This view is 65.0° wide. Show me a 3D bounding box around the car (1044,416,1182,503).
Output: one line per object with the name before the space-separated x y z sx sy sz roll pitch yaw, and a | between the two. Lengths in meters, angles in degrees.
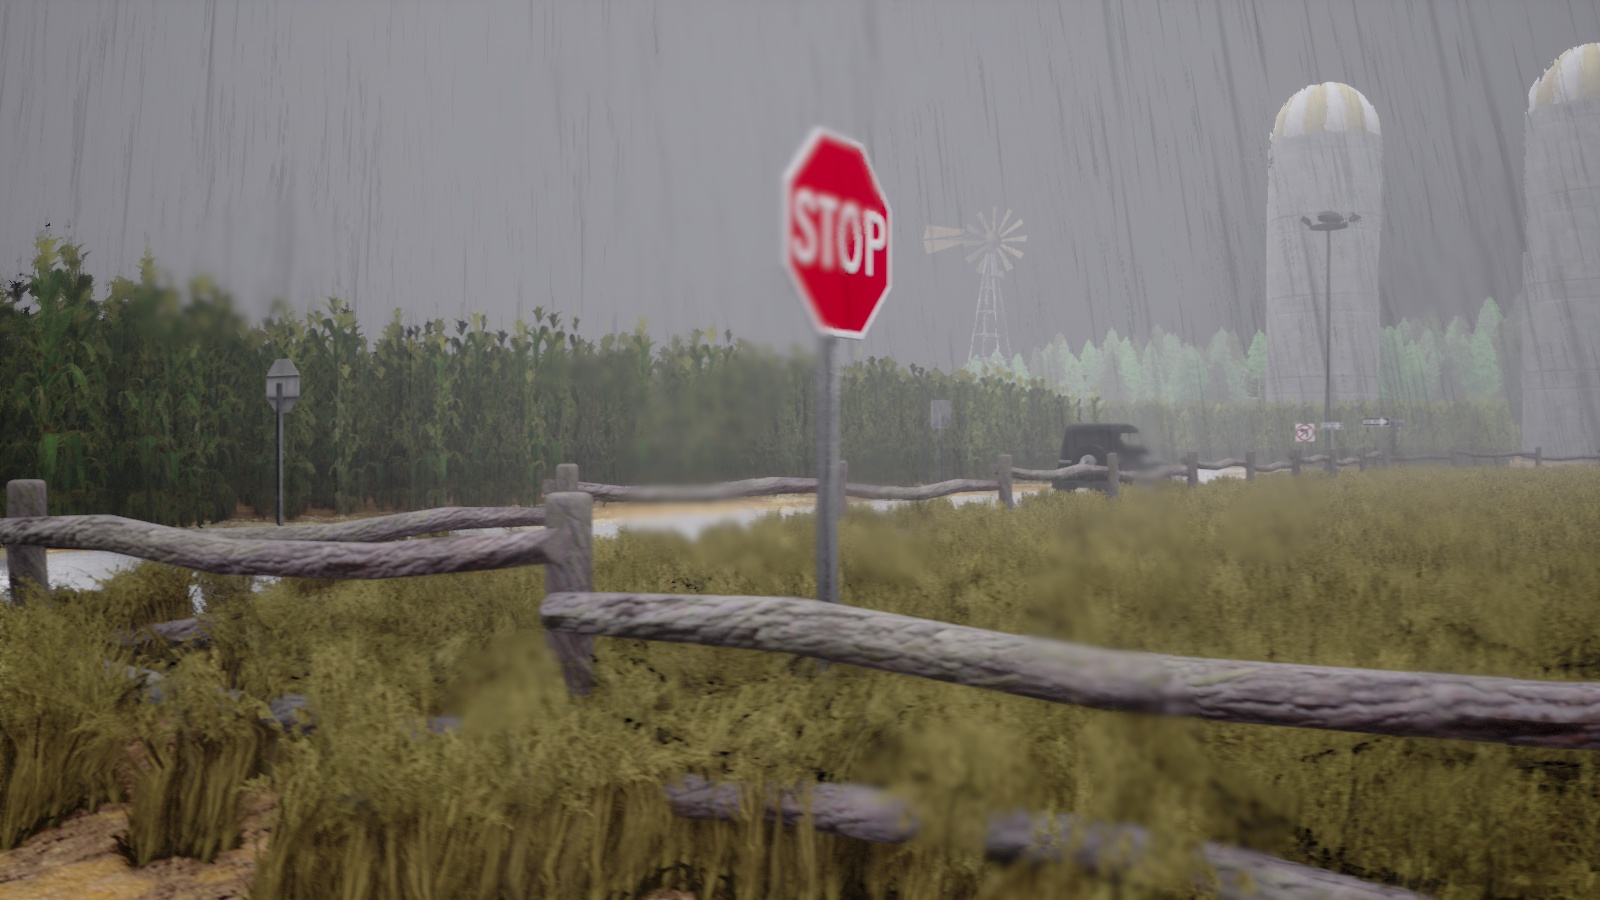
car | 7.385 0.193 29.394 1.905 1.878 3.866 -1 0 34
